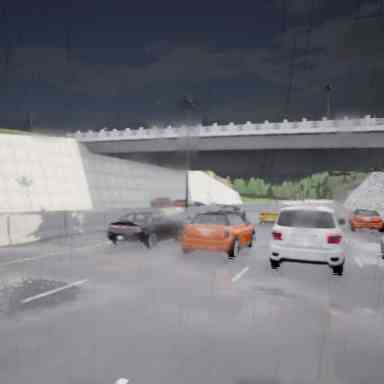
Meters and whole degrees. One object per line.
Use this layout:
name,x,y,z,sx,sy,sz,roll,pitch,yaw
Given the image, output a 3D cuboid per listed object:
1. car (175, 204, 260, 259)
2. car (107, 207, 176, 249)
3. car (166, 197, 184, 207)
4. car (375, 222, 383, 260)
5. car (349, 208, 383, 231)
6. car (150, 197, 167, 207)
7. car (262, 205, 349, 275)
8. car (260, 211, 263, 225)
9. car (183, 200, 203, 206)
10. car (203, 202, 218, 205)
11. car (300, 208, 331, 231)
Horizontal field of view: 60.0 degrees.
car,1.288,1.584,14.114,2.097,1.767,4.553,1,-1,22
car,-1.943,1.662,15.467,2.128,1.511,4.902,1,-1,22
car,-2.483,2.168,62.509,2.097,1.767,4.553,1,-1,22
car,7.608,1.950,11.084,1.895,1.301,4.718,1,-1,22
car,13.251,2.045,25.549,2.097,1.767,4.553,1,-1,22
car,-5.837,1.966,63.504,2.150,2.045,5.566,1,-1,22
car,4.161,1.496,11.870,2.150,2.045,5.566,1,-1,22
car,7.198,2.072,29.282,1.882,1.535,5.008,1,0,22
car,0.823,2.376,61.376,2.128,1.511,4.902,1,-1,22
car,4.112,2.551,60.174,1.895,1.301,4.718,1,-1,22
car,10.019,2.124,26.899,2.128,1.511,4.902,1,-1,22
